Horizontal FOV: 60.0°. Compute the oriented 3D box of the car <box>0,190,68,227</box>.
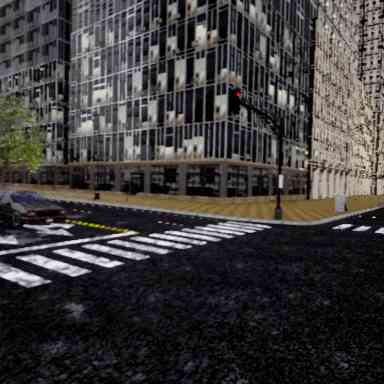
[{"bbox_3d":[-7.995,0.643,15.439,5.357,1.411,2.033,4,3,38],"label":"car"}]

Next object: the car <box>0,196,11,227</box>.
[{"bbox_3d":[-8.754,0.799,11.960,4.718,1.301,1.895,4,3,35],"label":"car"}]
